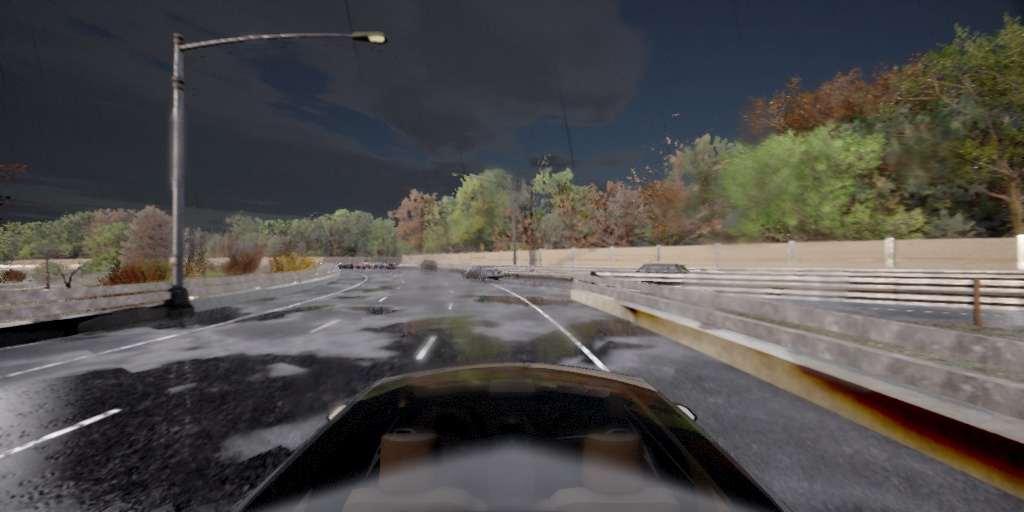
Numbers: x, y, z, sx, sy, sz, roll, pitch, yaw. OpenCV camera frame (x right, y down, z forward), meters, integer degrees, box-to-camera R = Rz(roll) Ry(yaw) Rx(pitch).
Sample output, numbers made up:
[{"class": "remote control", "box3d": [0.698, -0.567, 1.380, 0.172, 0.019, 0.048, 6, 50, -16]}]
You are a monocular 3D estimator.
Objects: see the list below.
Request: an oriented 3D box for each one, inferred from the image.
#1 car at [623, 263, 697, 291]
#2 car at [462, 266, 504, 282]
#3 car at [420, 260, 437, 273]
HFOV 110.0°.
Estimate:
[{"class": "car", "box3d": [8.155, 1.217, 20.875, 4.553, 1.767, 2.097, 0, -1, 40]}, {"class": "car", "box3d": [-2.777, 1.623, 33.885, 2.033, 1.411, 5.357, 0, -1, -33]}, {"class": "car", "box3d": [-12.373, 1.464, 53.200, 1.837, 1.490, 4.892, 9, -9, -24]}]
